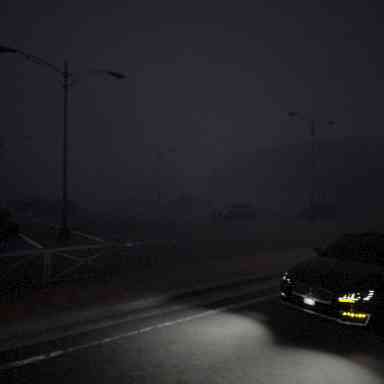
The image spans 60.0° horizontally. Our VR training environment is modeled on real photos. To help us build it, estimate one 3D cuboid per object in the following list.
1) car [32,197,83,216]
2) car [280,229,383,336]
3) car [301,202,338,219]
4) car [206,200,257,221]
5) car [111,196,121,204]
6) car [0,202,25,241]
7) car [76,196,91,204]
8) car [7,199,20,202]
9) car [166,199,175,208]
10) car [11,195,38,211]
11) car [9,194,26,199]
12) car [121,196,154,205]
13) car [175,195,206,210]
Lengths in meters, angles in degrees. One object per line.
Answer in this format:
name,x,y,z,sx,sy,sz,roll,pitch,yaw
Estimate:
car,-12.470,1.422,30.837,3.633,1.501,1.845,1,0,-36
car,3.867,1.573,6.838,4.892,1.490,1.837,1,-1,-36
car,11.218,1.624,29.417,3.633,1.501,1.845,1,0,-36
car,3.453,1.572,27.509,3.806,1.475,1.970,1,0,-36
car,-13.012,1.519,62.126,3.806,1.475,1.970,1,0,-36
car,-9.920,1.359,14.222,4.514,1.523,2.007,1,0,-36
car,-20.874,1.526,60.988,4.514,1.523,2.007,1,0,-36
car,-11.792,1.353,16.739,5.027,1.636,2.152,1,0,-36
car,-1.540,1.347,46.712,3.866,1.878,1.905,1,0,-36
car,-18.266,1.411,38.978,4.514,1.523,2.007,1,0,-36
car,-24.953,1.229,49.512,4.605,1.855,1.932,1,0,-36
car,-9.004,1.437,57.103,5.027,1.636,2.152,1,0,-36
car,0.490,1.368,44.592,4.605,1.855,1.932,1,0,-36
